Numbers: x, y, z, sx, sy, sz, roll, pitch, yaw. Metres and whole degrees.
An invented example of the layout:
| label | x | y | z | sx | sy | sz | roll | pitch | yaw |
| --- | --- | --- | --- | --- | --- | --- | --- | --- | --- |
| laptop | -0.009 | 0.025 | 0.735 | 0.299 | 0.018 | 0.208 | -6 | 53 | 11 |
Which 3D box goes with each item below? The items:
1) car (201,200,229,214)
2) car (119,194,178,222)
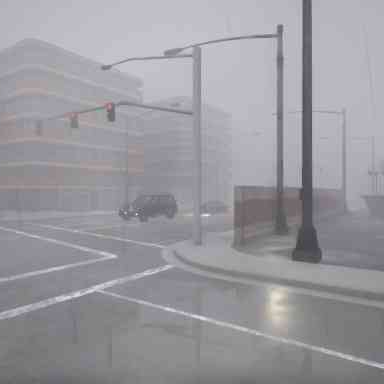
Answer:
| label | x | y | z | sx | sy | sz | roll | pitch | yaw |
| --- | --- | --- | --- | --- | --- | --- | --- | --- | --- |
| car | 2.216 | 1.564 | 35.518 | 1.994 | 1.385 | 4.181 | 0 | 0 | 35 |
| car | -3.440 | 1.221 | 27.305 | 2.150 | 2.045 | 5.566 | 0 | 0 | 35 |
